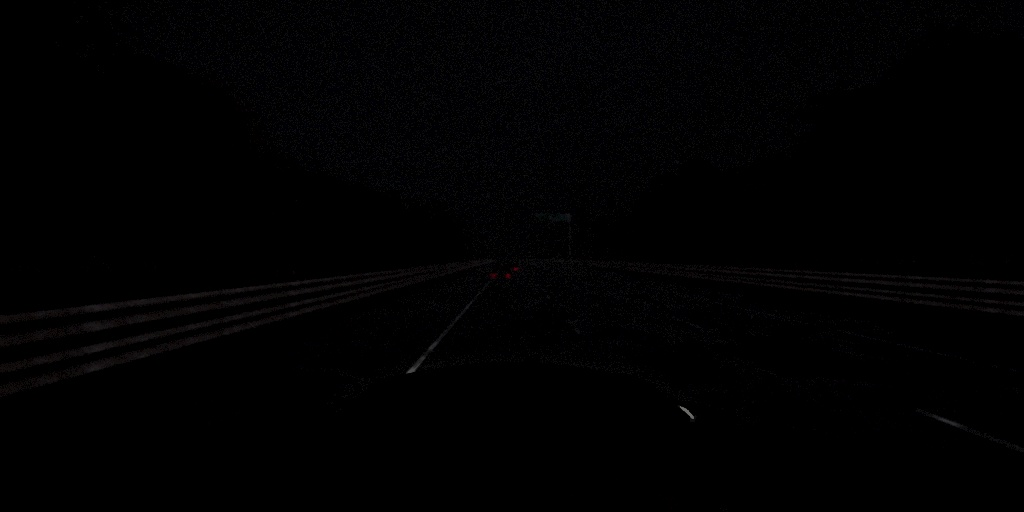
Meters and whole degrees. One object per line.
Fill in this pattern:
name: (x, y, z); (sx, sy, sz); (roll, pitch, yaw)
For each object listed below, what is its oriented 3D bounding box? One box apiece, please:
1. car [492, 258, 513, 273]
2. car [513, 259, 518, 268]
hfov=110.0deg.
car: (-1.229, 1.141, 43.378); (2.097, 1.767, 4.553); (0, 0, 0)
car: (0.005, 1.360, 63.274); (1.812, 1.442, 4.674); (0, 0, 0)
